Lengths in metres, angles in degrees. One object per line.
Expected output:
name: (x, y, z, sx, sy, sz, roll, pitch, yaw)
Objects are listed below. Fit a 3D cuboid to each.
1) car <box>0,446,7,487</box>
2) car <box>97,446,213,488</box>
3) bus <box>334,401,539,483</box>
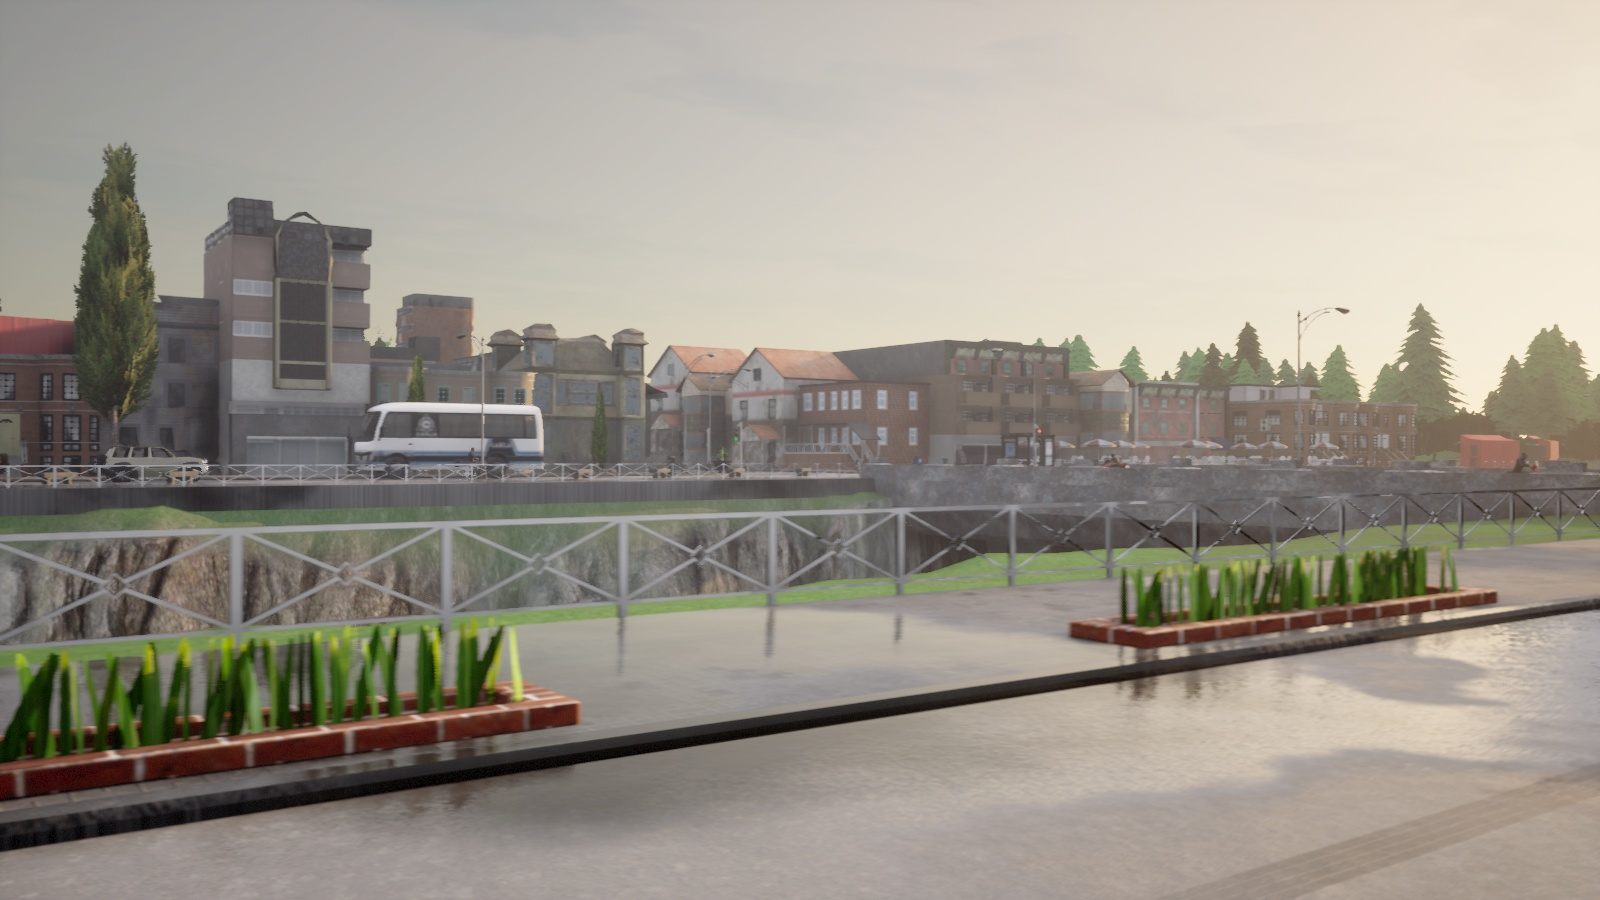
car: (-38.628, 0.763, 57.444, 3.866, 1.878, 1.905, 0, 0, -35)
car: (-30.059, 0.769, 58.538, 4.605, 1.855, 1.932, 0, 0, -35)
bus: (-20.212, -0.417, 70.267, 10.273, 4.253, 3.944, 0, 0, -35)
